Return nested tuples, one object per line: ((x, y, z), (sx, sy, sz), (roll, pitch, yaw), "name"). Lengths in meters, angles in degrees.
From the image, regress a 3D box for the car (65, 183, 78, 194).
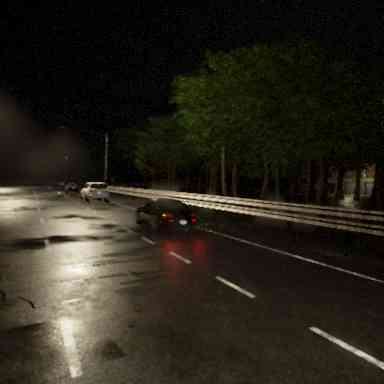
((-19.502, -0.658, 54.119), (2.097, 1.767, 4.553), (1, 2, -24), "car")

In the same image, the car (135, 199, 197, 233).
((-1.357, 1.038, 16.067), (1.812, 1.442, 4.674), (1, 2, -26), "car")

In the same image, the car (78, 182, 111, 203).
((-9.973, 0.028, 34.062), (2.150, 2.045, 5.566), (1, 2, -26), "car")
